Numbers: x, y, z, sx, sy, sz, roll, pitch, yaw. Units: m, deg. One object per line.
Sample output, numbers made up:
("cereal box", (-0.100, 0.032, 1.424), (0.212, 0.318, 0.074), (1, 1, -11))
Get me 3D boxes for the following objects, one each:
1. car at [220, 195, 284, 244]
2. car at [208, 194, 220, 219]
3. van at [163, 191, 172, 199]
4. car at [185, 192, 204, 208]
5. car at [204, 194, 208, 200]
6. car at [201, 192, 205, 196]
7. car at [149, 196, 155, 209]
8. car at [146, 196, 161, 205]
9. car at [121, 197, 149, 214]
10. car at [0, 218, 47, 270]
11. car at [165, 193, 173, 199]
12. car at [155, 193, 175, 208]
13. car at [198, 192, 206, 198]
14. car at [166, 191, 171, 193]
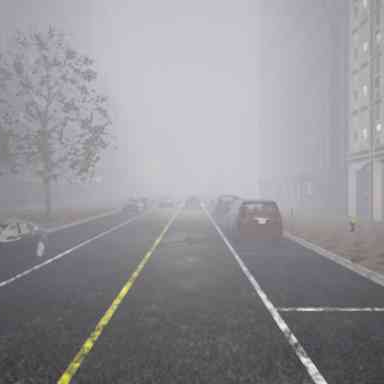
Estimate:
("car", (2.695, 1.209, 15.167), (2.192, 1.841, 5.009), (0, 0, 0))
("car", (2.695, 1.128, 26.552), (2.192, 1.841, 5.009), (0, 0, 0))
("van", (-5.686, 0.762, 77.792), (1.690, 1.788, 3.998), (0, 0, 0))
("car", (0.104, 1.184, 41.111), (1.882, 1.535, 5.008), (0, 1, 0))
("car", (2.694, 1.254, 38.106), (1.752, 1.417, 4.829), (0, 0, 0))
("car", (2.694, 1.077, 66.397), (1.947, 1.339, 4.313), (0, 0, 0))
("car", (-5.687, 1.295, 37.950), (1.947, 1.339, 4.313), (0, 0, 0))
("car", (-5.687, 1.225, 49.332), (1.802, 1.307, 4.206), (0, 0, 0))
("car", (-5.687, 1.322, 32.257), (2.008, 1.369, 4.403), (0, 0, 0))
("car", (-5.687, 1.484, 9.488), (2.008, 1.369, 4.403), (0, 0, 0))
("car", (-5.687, 0.957, 83.486), (1.802, 1.307, 4.206), (0, 0, 0))
("car", (-3.096, 1.250, 41.490), (2.033, 1.411, 5.357), (0, 0, 0))
("car", (2.695, 0.770, 89.162), (1.967, 1.590, 4.097), (0, 0, 0))
("car", (-5.687, 1.011, 72.102), (1.887, 1.381, 4.507), (0, 0, 0))
